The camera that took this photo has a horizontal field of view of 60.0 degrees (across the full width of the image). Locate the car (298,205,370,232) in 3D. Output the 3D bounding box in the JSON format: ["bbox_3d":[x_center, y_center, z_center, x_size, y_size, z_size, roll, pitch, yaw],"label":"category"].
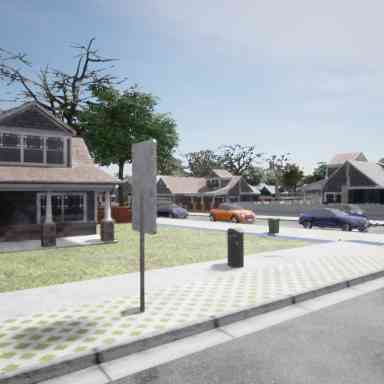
[{"bbox_3d":[9.306,1.817,22.181,1.812,1.442,4.674,0,-1,-33],"label":"car"}]

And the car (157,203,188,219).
[{"bbox_3d":[-2.386,2.155,38.281,2.097,1.767,4.553,0,-1,-37],"label":"car"}]

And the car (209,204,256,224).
[{"bbox_3d":[3.620,1.901,30.153,2.097,1.767,4.553,0,-1,-36],"label":"car"}]

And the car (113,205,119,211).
[{"bbox_3d":[-10.582,2.631,48.990,1.837,1.490,4.892,0,-2,-38],"label":"car"}]
